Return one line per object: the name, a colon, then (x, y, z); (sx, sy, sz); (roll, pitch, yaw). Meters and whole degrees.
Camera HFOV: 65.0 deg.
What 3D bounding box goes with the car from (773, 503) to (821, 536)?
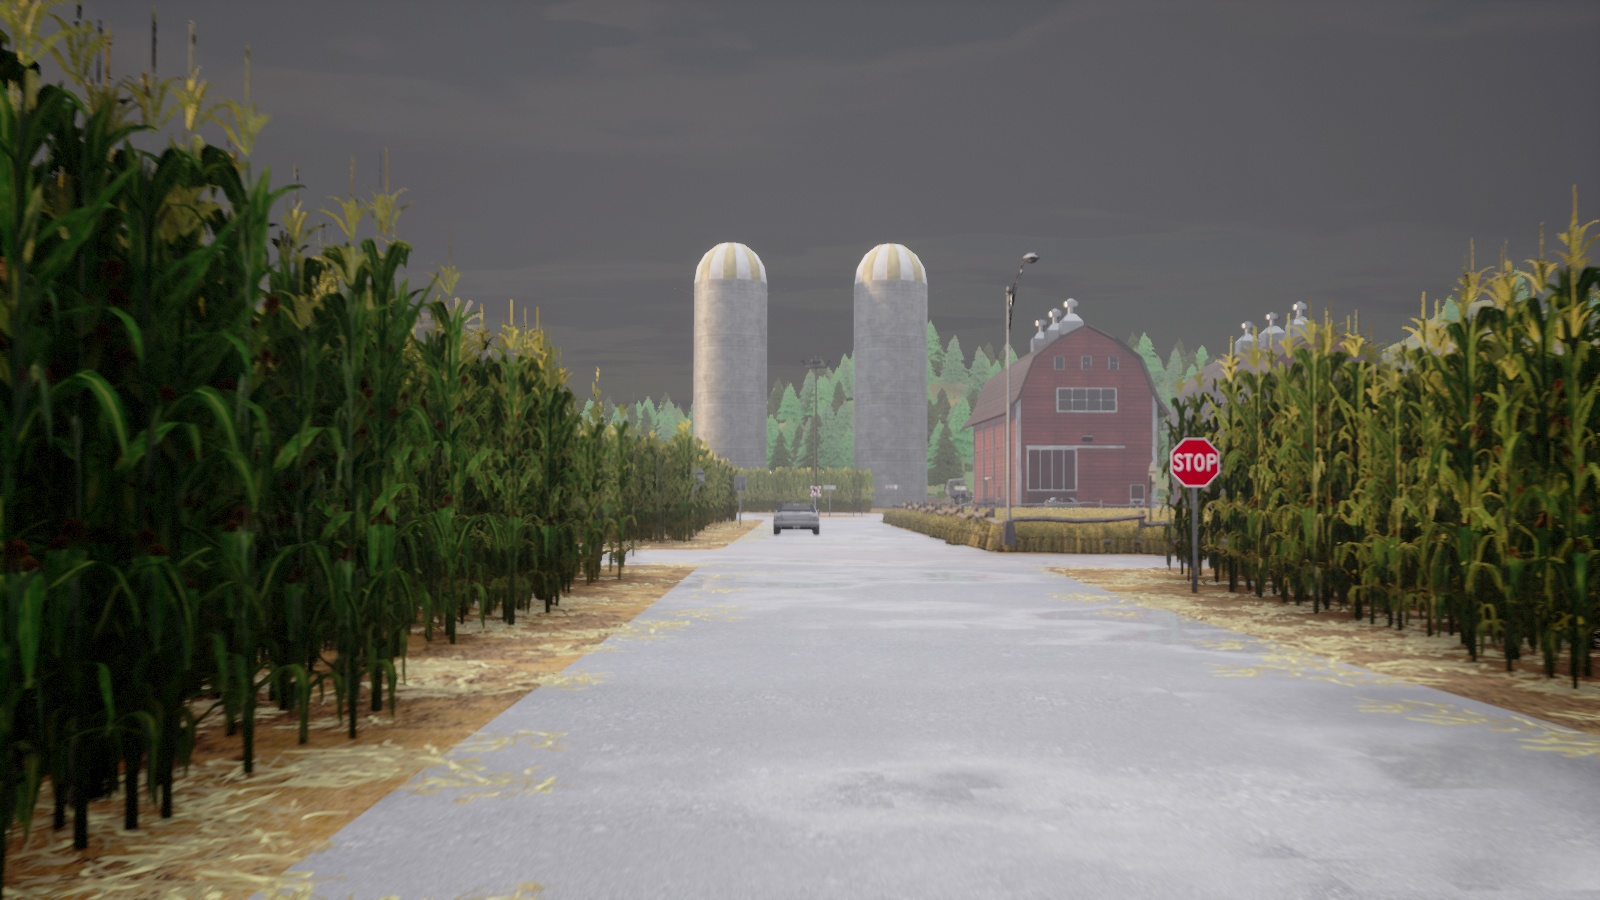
car: (-0.121, 2.824, 51.615); (1.895, 1.301, 4.718); (0, -2, 0)
